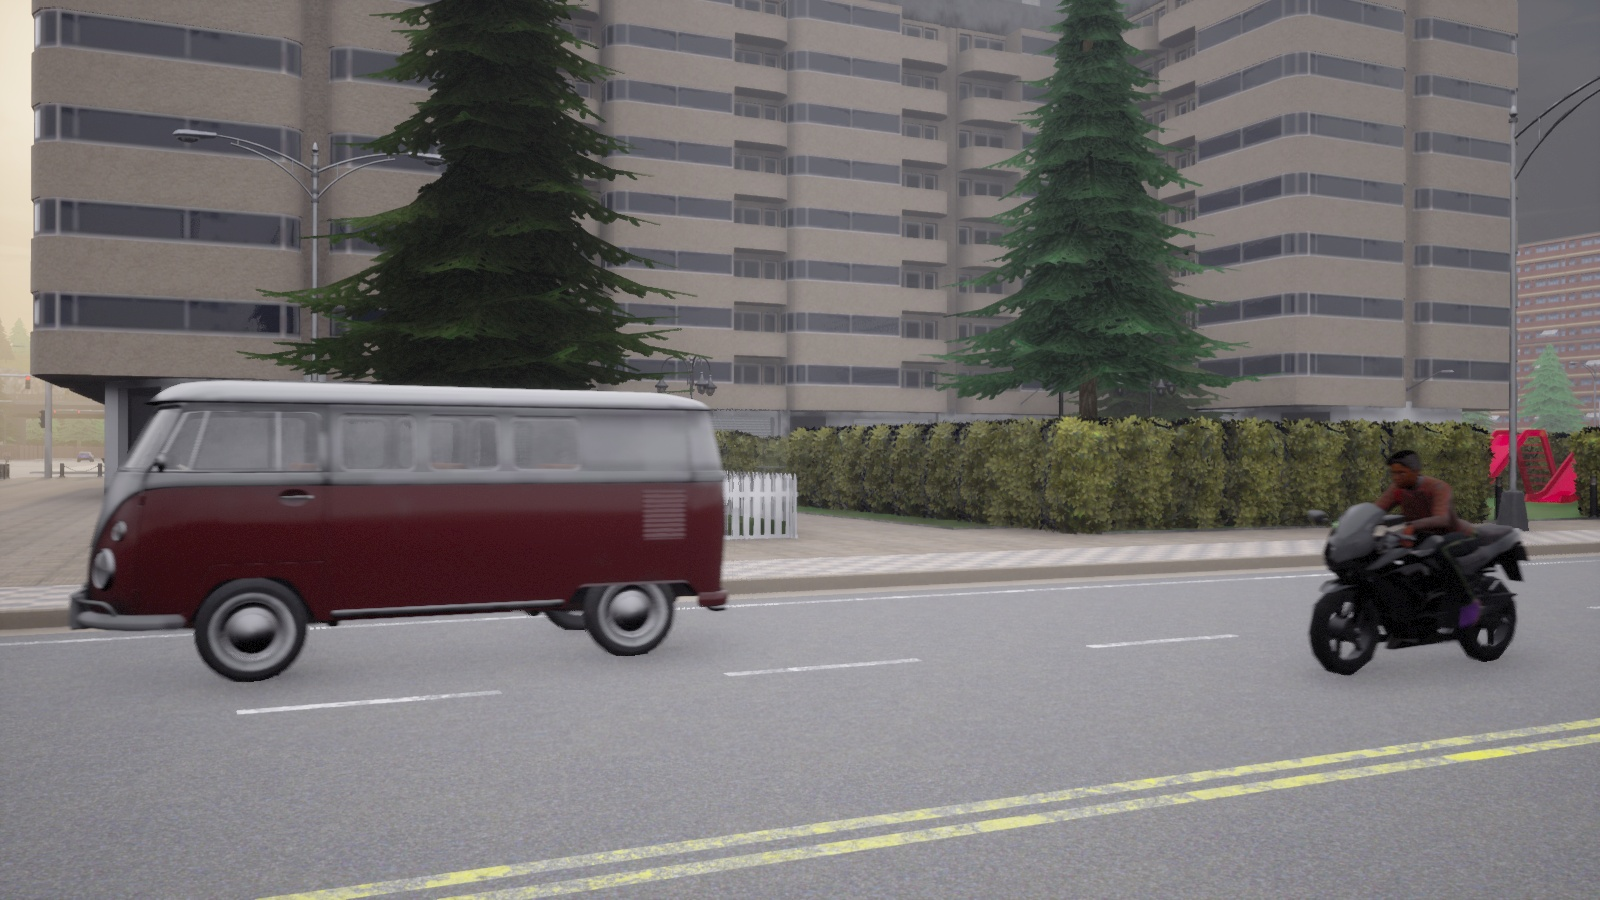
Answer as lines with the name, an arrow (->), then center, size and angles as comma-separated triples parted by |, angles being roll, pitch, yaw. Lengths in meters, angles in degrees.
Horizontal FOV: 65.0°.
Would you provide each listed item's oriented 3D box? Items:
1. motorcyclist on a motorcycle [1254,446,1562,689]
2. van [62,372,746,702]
motorcyclist on a motorcycle -> 4.212, 0.739, 8.680 | 2.044, 1.523, 0.797 | 0, 0, -25
van -> -2.800, 0.526, 9.305 | 4.442, 1.987, 1.775 | 0, 0, -25
